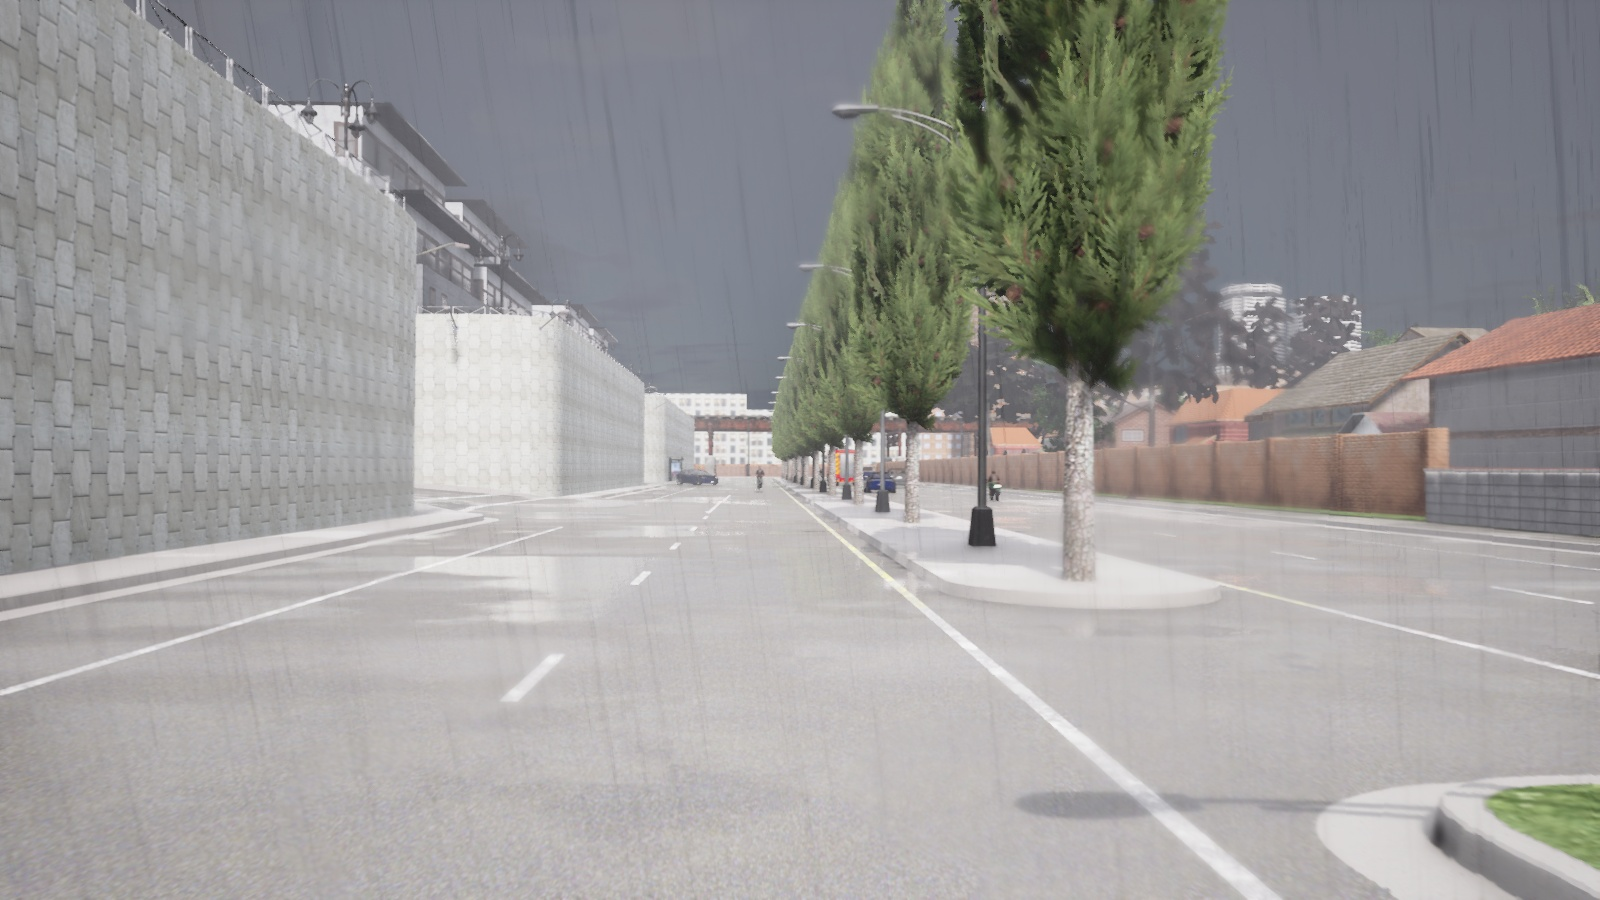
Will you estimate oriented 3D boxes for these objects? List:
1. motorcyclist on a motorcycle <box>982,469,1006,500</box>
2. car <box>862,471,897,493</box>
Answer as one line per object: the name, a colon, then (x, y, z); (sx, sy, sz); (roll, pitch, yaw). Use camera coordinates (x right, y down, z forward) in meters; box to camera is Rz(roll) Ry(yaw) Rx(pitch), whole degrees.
motorcyclist on a motorcycle: (9.542, 1.694, 61.812); (0.797, 1.523, 2.044); (0, -1, -2)
car: (5.293, 2.132, 84.129); (1.994, 1.385, 4.181); (0, -1, -2)
